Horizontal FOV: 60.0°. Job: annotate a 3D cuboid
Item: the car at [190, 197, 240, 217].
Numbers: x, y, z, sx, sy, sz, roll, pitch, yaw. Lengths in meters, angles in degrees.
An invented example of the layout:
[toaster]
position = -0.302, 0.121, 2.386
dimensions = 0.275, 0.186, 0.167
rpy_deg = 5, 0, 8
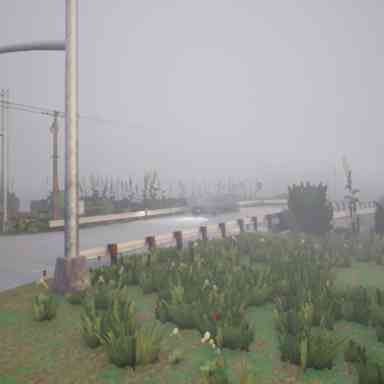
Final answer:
[car]
position = 1.776, 1.044, 24.962
dimensions = 1.994, 1.385, 4.181
rpy_deg = 0, 2, 41
